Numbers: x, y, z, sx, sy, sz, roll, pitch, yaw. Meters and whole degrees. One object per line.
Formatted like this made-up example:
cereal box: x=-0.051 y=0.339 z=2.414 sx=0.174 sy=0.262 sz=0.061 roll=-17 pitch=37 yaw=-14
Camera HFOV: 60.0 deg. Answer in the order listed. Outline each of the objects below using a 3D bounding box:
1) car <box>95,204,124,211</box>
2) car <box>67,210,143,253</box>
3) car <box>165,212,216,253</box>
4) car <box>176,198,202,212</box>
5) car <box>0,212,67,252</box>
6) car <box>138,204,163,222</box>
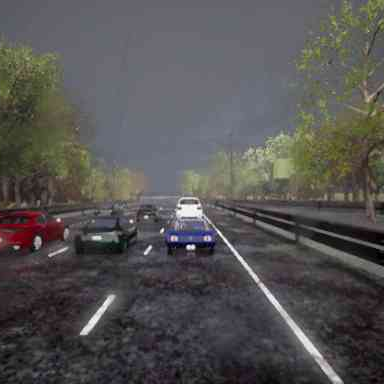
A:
car: x=-7.261 y=1.783 z=29.435 sx=2.128 sy=1.511 sz=4.902 roll=0 pitch=0 yaw=-1
car: x=-3.555 y=1.704 z=14.444 sx=1.994 sy=1.385 sz=4.181 roll=0 pitch=-1 yaw=0
car: x=-0.054 y=1.739 z=14.293 sx=1.895 sy=1.301 sz=4.718 roll=0 pitch=-1 yaw=0
car: x=-0.261 y=1.505 z=29.297 sx=2.150 sy=2.045 sz=5.566 roll=0 pitch=0 yaw=-1
car: x=-7.053 y=1.619 z=14.605 sx=1.882 sy=1.535 sz=5.008 roll=0 pitch=0 yaw=0
car: x=-3.761 y=1.798 z=29.502 sx=1.837 sy=1.490 sz=4.892 roll=0 pitch=0 yaw=-1
